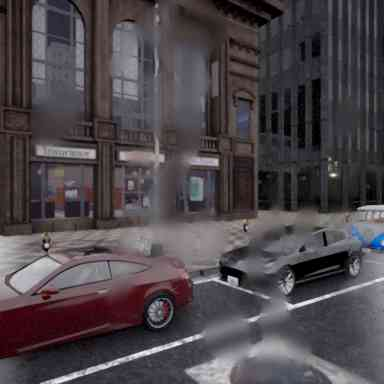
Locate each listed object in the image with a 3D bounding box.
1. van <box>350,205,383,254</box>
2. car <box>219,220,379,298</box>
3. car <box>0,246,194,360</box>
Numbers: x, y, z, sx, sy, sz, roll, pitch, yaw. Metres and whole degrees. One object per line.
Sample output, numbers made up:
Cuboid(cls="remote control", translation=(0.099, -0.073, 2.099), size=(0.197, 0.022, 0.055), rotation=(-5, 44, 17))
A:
Cuboid(cls="van", translation=(7.252, 1.340, 11.787), size=(3.998, 1.788, 1.690), rotation=(0, 0, -35))
Cuboid(cls="car", translation=(2.671, 1.565, 8.536), size=(4.313, 1.339, 1.947), rotation=(0, 0, -35))
Cuboid(cls="car", translation=(-1.912, 1.582, 5.284), size=(4.206, 1.307, 1.802), rotation=(0, 0, -35))
